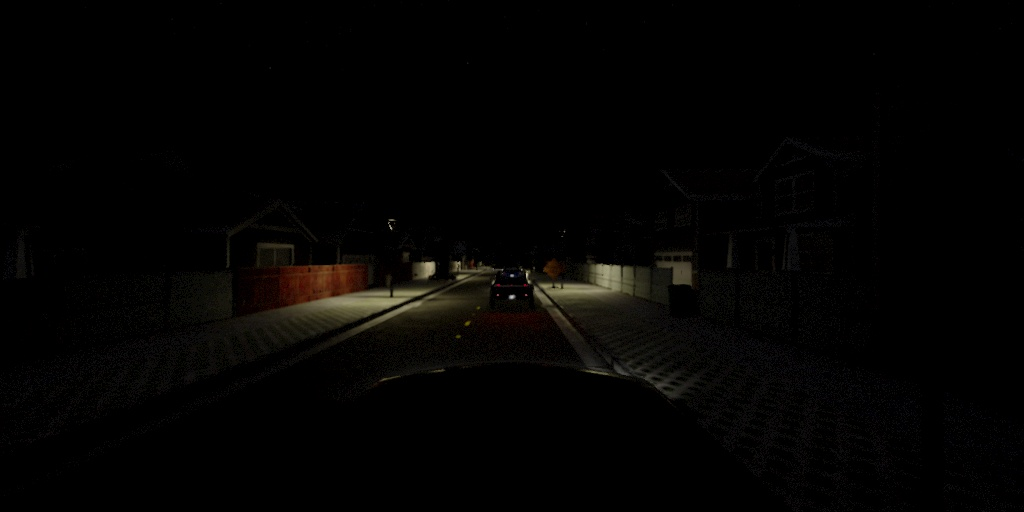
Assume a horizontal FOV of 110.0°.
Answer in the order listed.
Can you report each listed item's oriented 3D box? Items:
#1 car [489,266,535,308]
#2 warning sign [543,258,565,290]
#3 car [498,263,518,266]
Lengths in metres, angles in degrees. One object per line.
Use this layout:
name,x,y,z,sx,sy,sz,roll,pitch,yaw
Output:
car,0.001,1.379,16.141,2.128,1.511,4.902,0,0,0
warning sign,2.514,1.055,21.620,1.300,1.860,1.060,0,0,0
car,0.000,1.598,31.178,1.994,1.385,4.181,0,-1,0
